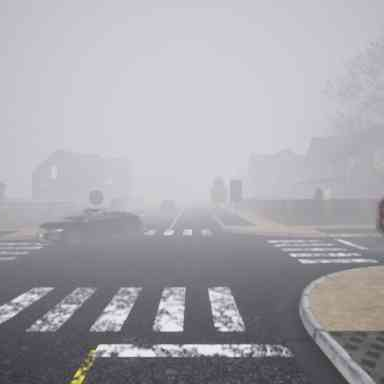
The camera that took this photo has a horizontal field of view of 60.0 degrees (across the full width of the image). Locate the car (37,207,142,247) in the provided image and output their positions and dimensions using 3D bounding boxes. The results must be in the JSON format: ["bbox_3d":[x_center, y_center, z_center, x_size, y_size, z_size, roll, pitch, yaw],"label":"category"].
[{"bbox_3d":[-4.524,1.489,15.349,2.128,1.511,4.902,2,2,40],"label":"car"}]

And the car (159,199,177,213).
[{"bbox_3d":[-2.665,1.532,37.599,1.882,1.535,5.008,0,0,0],"label":"car"}]
